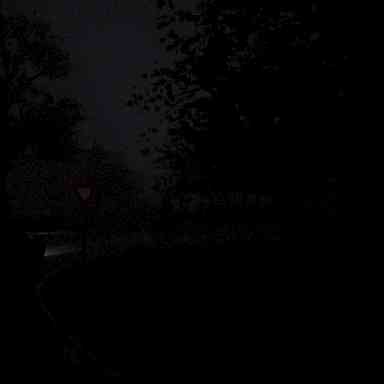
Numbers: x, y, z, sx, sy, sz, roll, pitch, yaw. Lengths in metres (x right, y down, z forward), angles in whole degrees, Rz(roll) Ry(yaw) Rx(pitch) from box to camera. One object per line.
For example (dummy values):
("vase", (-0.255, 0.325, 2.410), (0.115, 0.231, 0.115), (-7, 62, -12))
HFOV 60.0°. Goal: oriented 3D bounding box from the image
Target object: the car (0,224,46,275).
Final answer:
("car", (-5.752, 1.591, 9.074), (2.033, 1.411, 5.357), (0, 0, -6))
